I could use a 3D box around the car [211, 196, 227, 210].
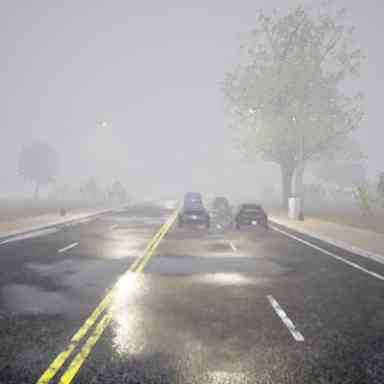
[{"bbox_3d":[3.386,1.294,40.142,1.837,1.490,4.892,0,0,0],"label":"car"}]

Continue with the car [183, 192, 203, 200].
[{"bbox_3d":[0.138,1.013,39.407,2.150,2.045,5.566,0,0,0],"label":"car"}]

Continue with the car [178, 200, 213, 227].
[{"bbox_3d":[0.126,1.453,21.808,1.994,1.385,4.181,0,0,0],"label":"car"}]

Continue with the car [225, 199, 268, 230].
[{"bbox_3d":[3.381,1.403,20.413,1.837,1.490,4.892,0,0,0],"label":"car"}]
